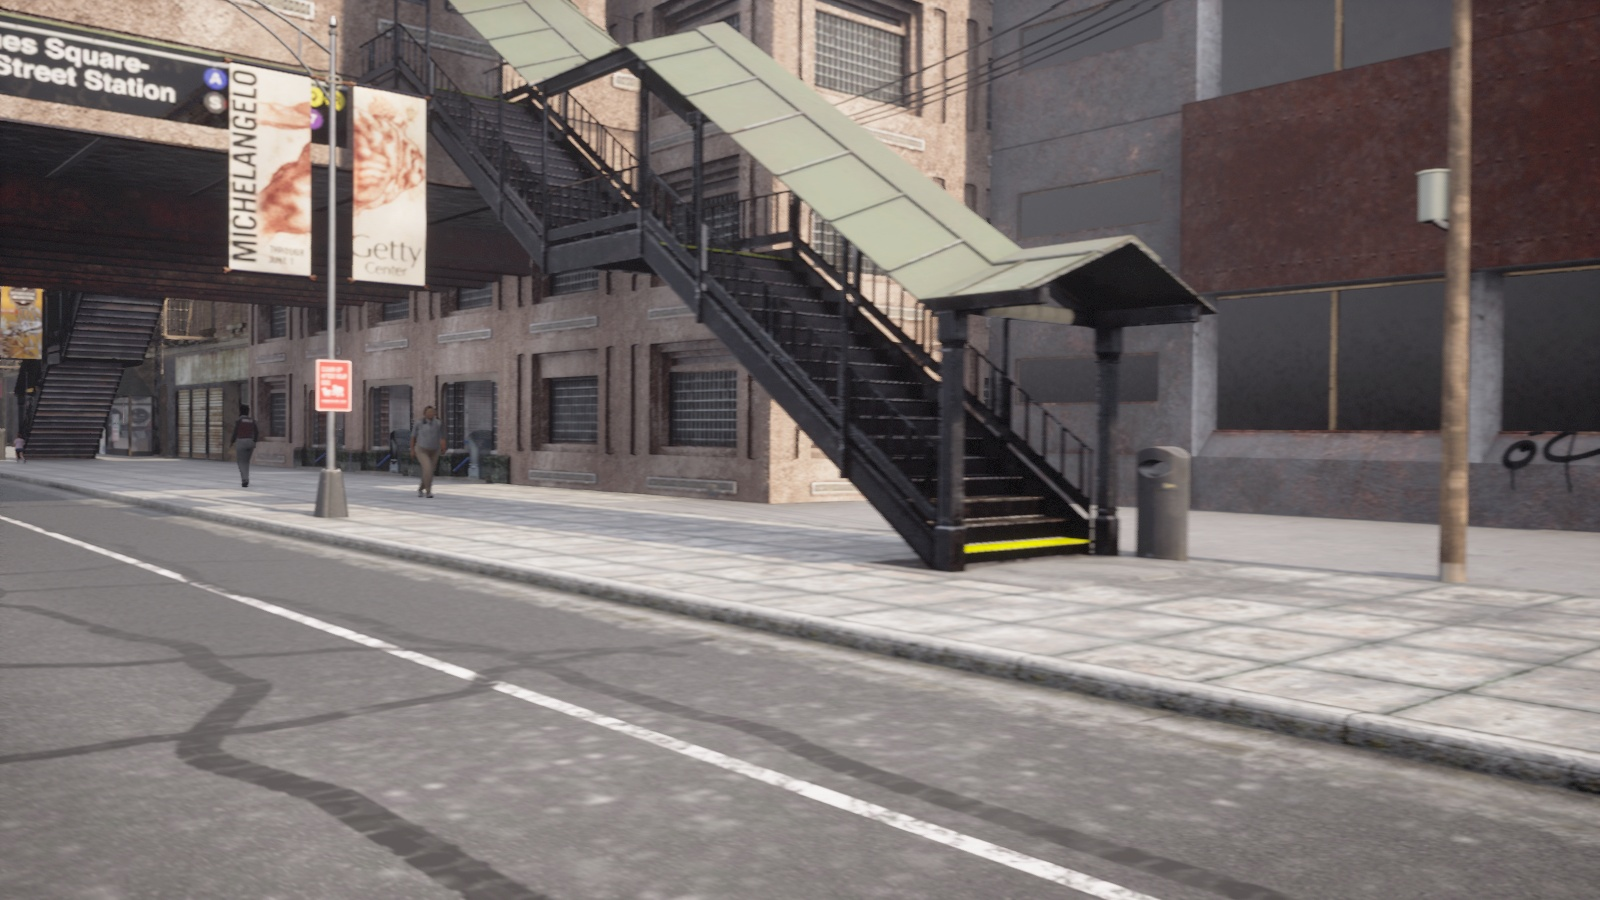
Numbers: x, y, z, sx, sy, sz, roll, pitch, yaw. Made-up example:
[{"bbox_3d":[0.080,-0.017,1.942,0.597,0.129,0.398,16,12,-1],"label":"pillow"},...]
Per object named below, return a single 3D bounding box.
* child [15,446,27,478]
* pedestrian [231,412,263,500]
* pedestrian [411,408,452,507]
[{"bbox_3d":[-27.368,0.414,44.125,0.394,1.110,0.255,0,1,43],"label":"child"},{"bbox_3d":[-12.294,0.118,27.906,0.666,1.930,0.402,0,1,44],"label":"pedestrian"},{"bbox_3d":[-7.009,0.126,23.857,0.540,1.848,0.694,-1,1,-35],"label":"pedestrian"}]
